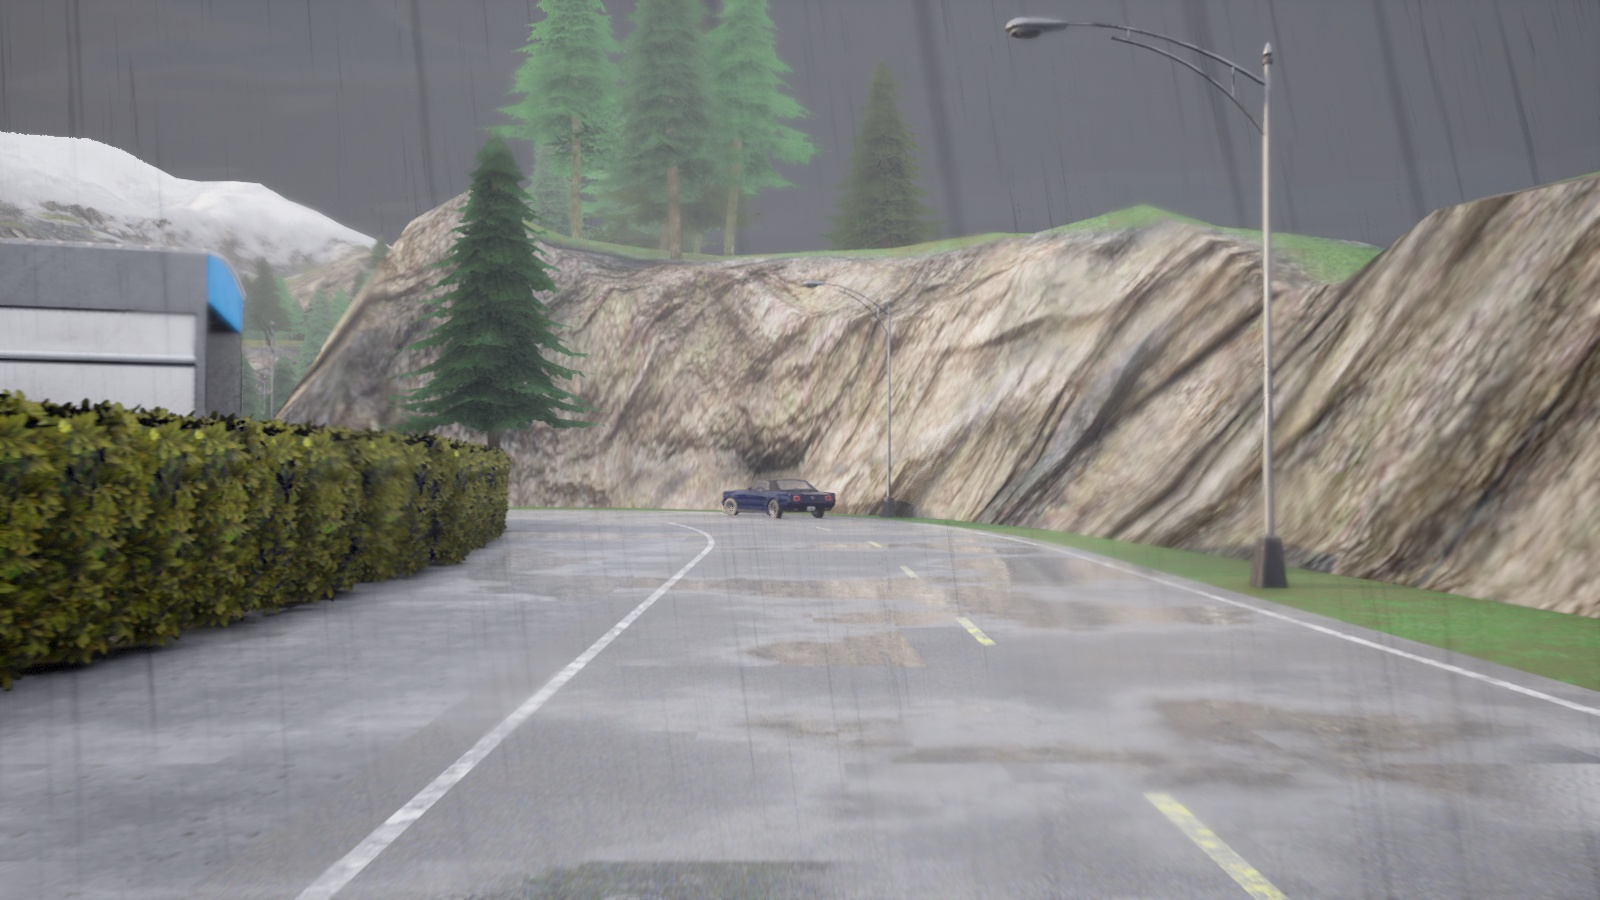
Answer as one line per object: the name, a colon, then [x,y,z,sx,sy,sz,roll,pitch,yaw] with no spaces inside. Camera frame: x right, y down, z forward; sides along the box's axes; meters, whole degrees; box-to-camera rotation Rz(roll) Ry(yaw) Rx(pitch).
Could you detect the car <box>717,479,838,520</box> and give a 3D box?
car: [-0.817,1.628,42.419,1.895,1.301,4.718,0,-1,-33]
